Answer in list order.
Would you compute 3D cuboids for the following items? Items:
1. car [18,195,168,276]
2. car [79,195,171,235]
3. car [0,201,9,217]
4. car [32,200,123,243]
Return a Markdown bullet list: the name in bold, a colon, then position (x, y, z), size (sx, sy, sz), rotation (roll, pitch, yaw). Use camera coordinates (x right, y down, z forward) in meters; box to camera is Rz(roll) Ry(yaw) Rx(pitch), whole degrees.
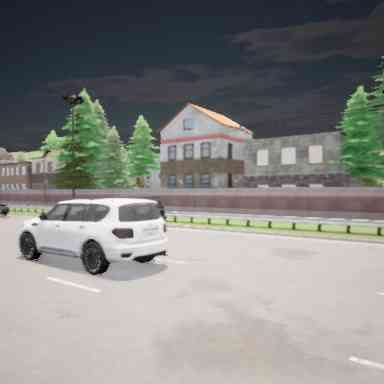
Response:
- **car**: position (-3.303, 1.221, 10.652), size (5.566, 2.045, 2.150), rotation (0, 0, 36)
- **car**: position (-4.068, 1.221, 19.798), size (5.566, 2.045, 2.150), rotation (0, 0, 36)
- **car**: position (-18.443, 1.491, 30.059), size (4.902, 1.511, 2.128), rotation (0, 0, 36)
- **car**: position (-5.830, 1.351, 16.755), size (4.553, 1.767, 2.097), rotation (0, 0, 36)
